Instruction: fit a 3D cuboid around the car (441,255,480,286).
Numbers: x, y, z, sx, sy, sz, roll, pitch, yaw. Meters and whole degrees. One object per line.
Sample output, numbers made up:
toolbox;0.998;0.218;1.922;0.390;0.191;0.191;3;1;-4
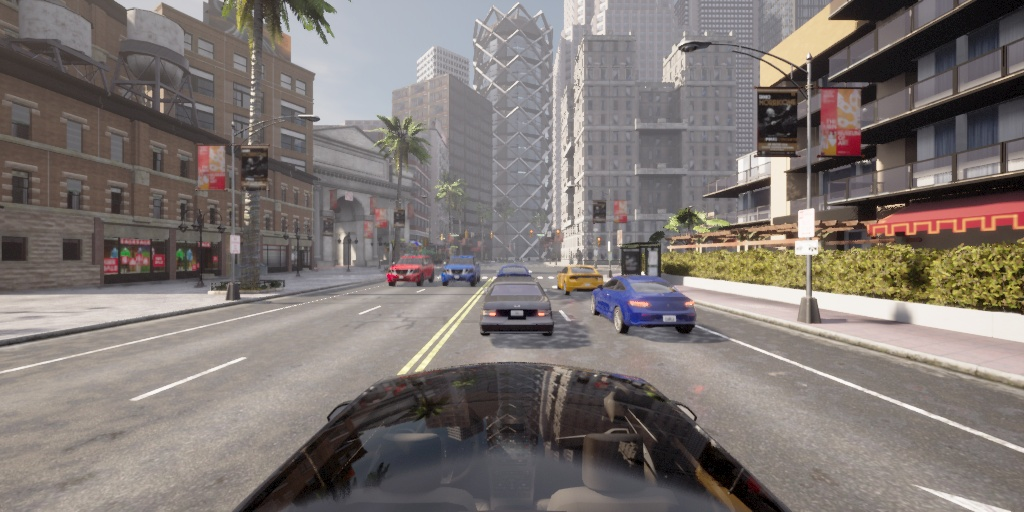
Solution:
car;-3.481;0.978;25.355;2.150;2.045;5.566;0;0;0

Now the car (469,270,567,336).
car;0.108;1.297;10.375;2.033;1.411;5.357;0;0;0

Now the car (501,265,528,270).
car;0.116;1.227;20.161;1.882;1.535;5.008;0;0;0

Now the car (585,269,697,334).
car;3.620;1.276;10.549;1.812;1.442;4.674;0;0;0

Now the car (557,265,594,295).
car;3.615;1.227;19.661;1.882;1.535;5.008;0;0;0

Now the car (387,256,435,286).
car;-6.981;0.993;25.368;2.150;2.045;5.566;0;0;0
